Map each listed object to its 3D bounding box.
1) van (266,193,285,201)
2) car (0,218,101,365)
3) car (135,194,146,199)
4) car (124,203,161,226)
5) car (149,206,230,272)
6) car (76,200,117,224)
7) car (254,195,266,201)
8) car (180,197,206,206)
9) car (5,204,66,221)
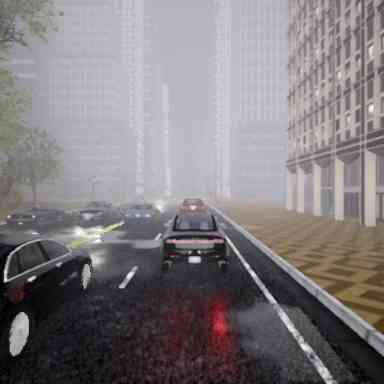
[{"bbox_3d":[18.352,1.123,70.729,3.998,1.788,1.690,0,0,2],"label":"van"},{"bbox_3d":[-3.179,1.467,5.729,1.837,1.490,4.892,0,0,-1],"label":"car"},{"bbox_3d":[-9.756,0.942,63.618,1.812,1.442,4.674,0,0,0],"label":"car"},{"bbox_3d":[-3.187,1.423,22.027,2.033,1.411,5.357,0,0,0],"label":"car"},{"bbox_3d":[0.080,1.424,10.523,2.128,1.511,4.902,0,0,0],"label":"car"},{"bbox_3d":[-6.597,1.362,23.406,2.128,1.511,4.902,0,0,0],"label":"car"},{"bbox_3d":[17.081,1.283,78.901,4.829,1.417,1.752,0,0,2],"label":"car"},{"bbox_3d":[0.081,1.208,26.666,2.097,1.767,4.553,0,0,0],"label":"car"},{"bbox_3d":[-9.850,1.479,21.337,1.895,1.301,4.718,0,0,0],"label":"car"}]
